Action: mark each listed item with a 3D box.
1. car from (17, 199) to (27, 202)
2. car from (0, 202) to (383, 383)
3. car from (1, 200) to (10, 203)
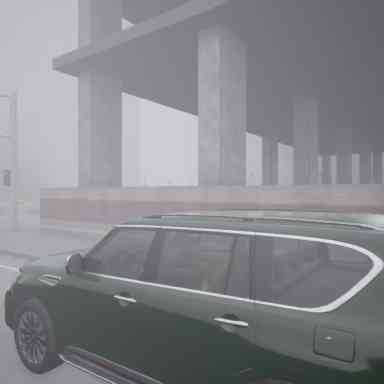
[{"bbox_3d":[-14.340,1.546,33.476,2.128,1.511,4.902,0,0,36],"label":"car"},{"bbox_3d":[0.051,1.221,3.948,5.566,2.045,2.150,0,0,36],"label":"car"},{"bbox_3d":[-18.388,1.533,33.832,1.882,1.535,5.008,0,0,36],"label":"car"}]
